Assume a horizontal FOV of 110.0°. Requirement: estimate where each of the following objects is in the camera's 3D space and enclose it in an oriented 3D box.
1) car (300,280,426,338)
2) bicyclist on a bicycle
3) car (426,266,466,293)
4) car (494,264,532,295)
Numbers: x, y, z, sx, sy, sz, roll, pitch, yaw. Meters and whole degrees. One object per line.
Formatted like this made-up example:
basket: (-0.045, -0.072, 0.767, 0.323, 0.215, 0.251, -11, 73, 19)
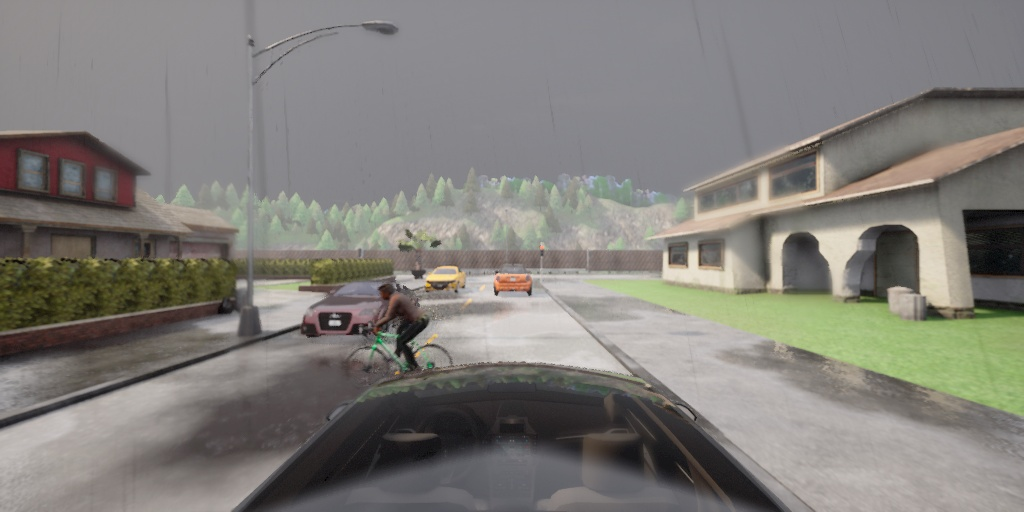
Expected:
car: (-4.096, 1.388, 10.343, 1.994, 1.385, 4.181, 0, 0, 1)
bicyclist on a bicycle: (-1.736, 1.235, 5.477, 1.656, 1.620, 0.582, -2, 0, -1)
car: (-4.058, 1.408, 22.497, 1.882, 1.535, 5.008, 0, 0, 0)
car: (0.046, 1.274, 21.237, 2.097, 1.767, 4.553, 0, 0, 0)
